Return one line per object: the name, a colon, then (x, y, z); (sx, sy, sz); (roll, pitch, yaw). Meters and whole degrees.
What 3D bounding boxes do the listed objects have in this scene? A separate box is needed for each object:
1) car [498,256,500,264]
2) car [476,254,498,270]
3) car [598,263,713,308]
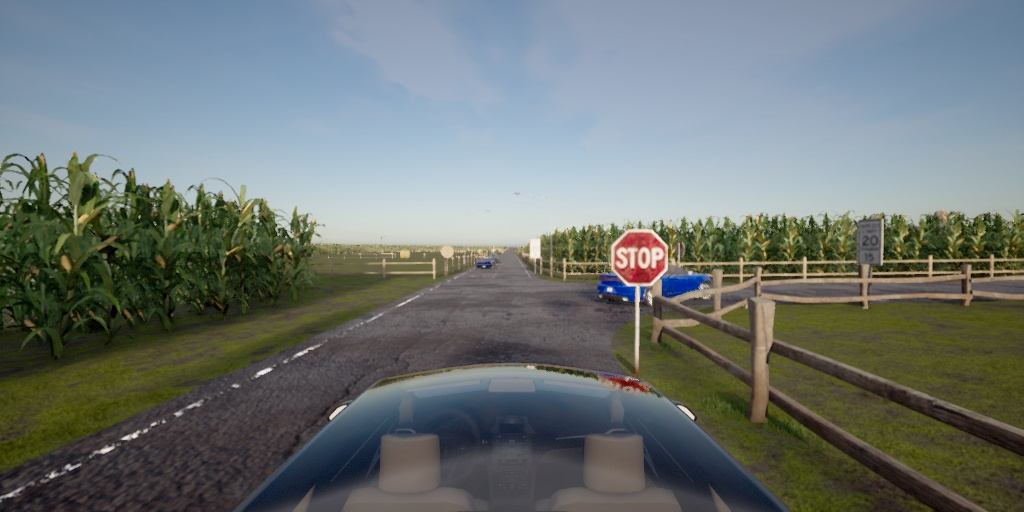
car: (-2.833, 0.384, 54.538); (1.837, 1.490, 4.892); (0, 1, 0)
car: (-2.850, 0.744, 38.804); (1.895, 1.301, 4.718); (0, 1, 0)
car: (5.580, 0.980, 13.767); (5.008, 1.535, 1.882); (-1, 0, -30)
